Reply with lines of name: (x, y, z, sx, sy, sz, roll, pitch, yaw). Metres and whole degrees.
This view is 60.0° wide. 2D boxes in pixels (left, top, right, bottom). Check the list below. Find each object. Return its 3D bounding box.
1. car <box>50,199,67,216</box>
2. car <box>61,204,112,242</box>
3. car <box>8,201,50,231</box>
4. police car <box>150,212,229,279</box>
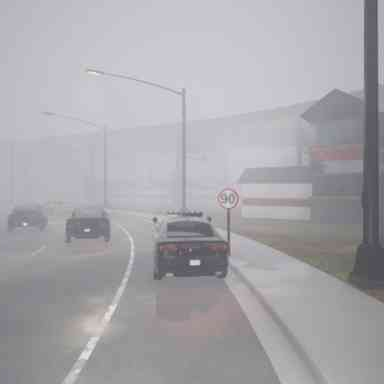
car: (-13.633, 1.454, 33.164, 1.801, 1.575, 5.366, 0, 0, -38)
car: (-5.045, 1.477, 16.452, 1.882, 1.535, 5.008, 0, 0, -14)
car: (-10.037, 1.503, 20.532, 1.837, 1.490, 4.892, 1, 0, -21)
police car: (-0.244, 1.424, 10.223, 1.930, 1.638, 5.238, 0, 0, -7)
